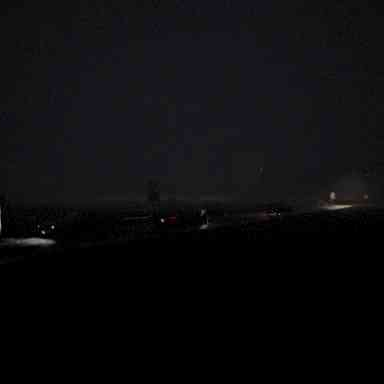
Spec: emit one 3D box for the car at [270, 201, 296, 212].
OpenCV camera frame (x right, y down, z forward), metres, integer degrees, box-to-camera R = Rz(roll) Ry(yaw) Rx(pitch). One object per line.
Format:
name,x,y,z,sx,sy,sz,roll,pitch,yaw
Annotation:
car,13.264,2.075,48.375,2.128,1.511,4.902,-1,-1,35

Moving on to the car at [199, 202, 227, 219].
car,1.430,1.746,31.419,2.097,1.767,4.553,-1,-1,35

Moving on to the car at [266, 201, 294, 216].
car,10.406,1.945,39.384,2.128,1.511,4.902,-1,-1,35

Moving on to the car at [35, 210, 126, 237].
car,-6.455,1.810,20.024,2.033,1.411,5.357,-1,-1,35

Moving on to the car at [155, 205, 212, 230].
car,-0.752,1.835,23.260,1.994,1.385,4.181,-1,-1,35
